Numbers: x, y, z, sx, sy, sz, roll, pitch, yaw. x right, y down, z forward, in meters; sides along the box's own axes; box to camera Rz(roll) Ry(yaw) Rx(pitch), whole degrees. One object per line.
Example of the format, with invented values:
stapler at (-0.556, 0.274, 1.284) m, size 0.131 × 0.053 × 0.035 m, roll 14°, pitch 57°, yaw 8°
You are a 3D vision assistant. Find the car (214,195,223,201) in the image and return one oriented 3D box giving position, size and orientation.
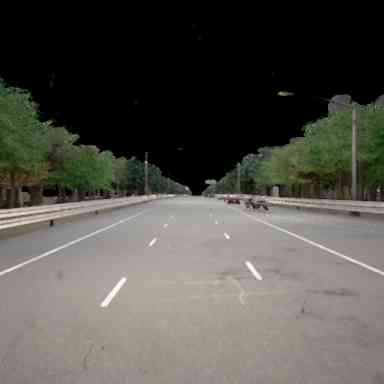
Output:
car at (7.077, 1.426, 79.738) m, size 1.895 × 1.301 × 4.718 m, roll 0°, pitch 0°, yaw 0°

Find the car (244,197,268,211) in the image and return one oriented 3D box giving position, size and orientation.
car at (7.656, 1.407, 40.110) m, size 1.837 × 1.490 × 4.892 m, roll 0°, pitch 0°, yaw -6°

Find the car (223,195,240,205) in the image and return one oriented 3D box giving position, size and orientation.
car at (6.996, 1.339, 57.213) m, size 1.882 × 1.535 × 5.008 m, roll 0°, pitch 0°, yaw 0°
